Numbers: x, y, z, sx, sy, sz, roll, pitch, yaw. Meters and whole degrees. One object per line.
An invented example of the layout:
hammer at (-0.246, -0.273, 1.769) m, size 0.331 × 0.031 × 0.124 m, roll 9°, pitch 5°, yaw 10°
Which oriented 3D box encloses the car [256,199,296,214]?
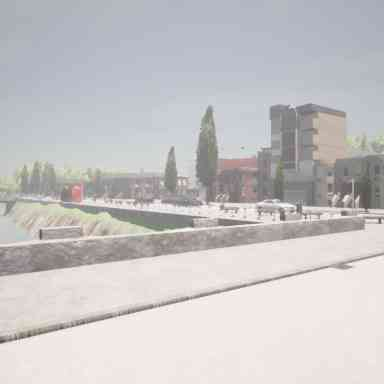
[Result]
car at (8.906, 1.526, 35.617) m, size 1.812 × 1.442 × 4.674 m, roll 0°, pitch 0°, yaw -36°

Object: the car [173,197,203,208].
car at (-0.326, 1.503, 48.485) m, size 1.837 × 1.490 × 4.892 m, roll 0°, pitch 0°, yaw -35°

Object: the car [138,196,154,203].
car at (-9.838, 1.546, 68.948) m, size 2.033 × 1.411 × 5.357 m, roll 0°, pitch 0°, yaw -36°

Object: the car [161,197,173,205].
car at (-3.626, 1.547, 60.287) m, size 2.033 × 1.411 × 5.357 m, roll 0°, pitch 0°, yaw -36°
